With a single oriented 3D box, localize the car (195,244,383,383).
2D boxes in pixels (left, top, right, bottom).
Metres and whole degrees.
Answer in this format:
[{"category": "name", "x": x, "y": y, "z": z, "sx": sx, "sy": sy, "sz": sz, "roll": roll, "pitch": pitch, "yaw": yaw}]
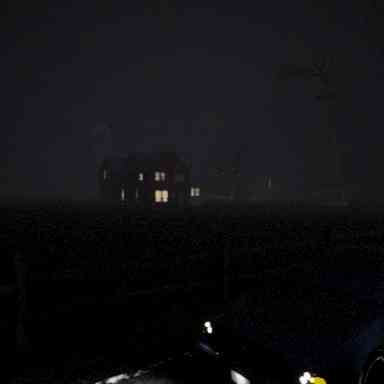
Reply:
[{"category": "car", "x": 2.668, "y": 1.561, "z": 4.977, "sx": 5.357, "sy": 1.411, "sz": 2.033, "roll": 0, "pitch": 0, "yaw": -35}]
